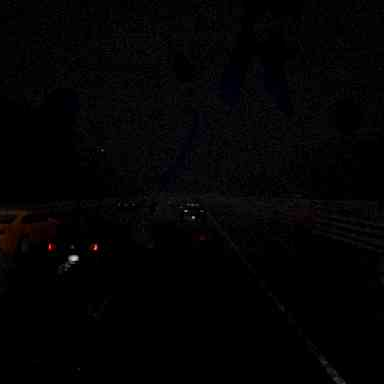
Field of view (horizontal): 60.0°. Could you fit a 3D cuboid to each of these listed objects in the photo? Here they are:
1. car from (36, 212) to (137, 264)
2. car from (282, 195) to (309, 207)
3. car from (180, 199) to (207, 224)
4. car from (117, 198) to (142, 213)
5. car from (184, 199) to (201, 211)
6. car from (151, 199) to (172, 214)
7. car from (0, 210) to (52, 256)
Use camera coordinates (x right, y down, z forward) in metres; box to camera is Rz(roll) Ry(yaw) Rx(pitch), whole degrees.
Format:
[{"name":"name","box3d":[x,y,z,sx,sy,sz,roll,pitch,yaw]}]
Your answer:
[{"name":"car","box3d":[-3.404,1.613,11.785,1.895,1.301,4.718,0,0,0]},{"name":"car","box3d":[17.011,1.461,55.149,2.150,2.045,5.566,0,0,-17]},{"name":"car","box3d":[0.104,1.528,25.084,2.128,1.511,4.902,0,0,0]},{"name":"car","box3d":[-6.895,1.418,37.016,2.097,1.767,4.553,0,0,0]},{"name":"car","box3d":[0.107,1.627,42.824,2.033,1.411,5.357,0,0,0]},{"name":"car","box3d":[-3.392,1.569,36.575,1.837,1.490,4.892,0,0,0]},{"name":"car","box3d":[-6.894,1.467,13.271,1.882,1.535,5.008,0,0,0]}]
